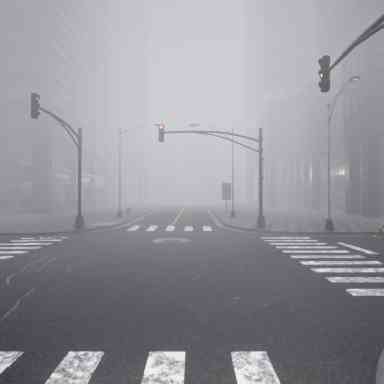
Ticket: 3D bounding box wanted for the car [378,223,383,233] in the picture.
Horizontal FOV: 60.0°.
[{"bbox_3d":[11.758,1.564,16.205,4.829,1.417,1.752,0,-1,0],"label":"car"}]
